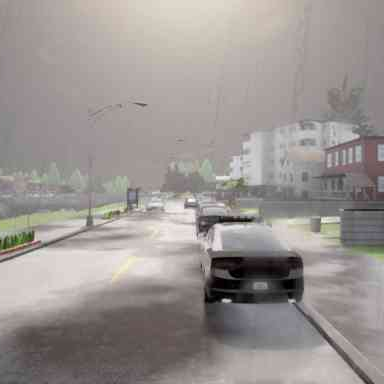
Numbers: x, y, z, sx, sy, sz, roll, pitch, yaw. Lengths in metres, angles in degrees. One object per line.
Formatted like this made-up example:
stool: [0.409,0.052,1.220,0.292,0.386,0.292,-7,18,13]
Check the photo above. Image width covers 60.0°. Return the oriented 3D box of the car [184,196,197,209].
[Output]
car: [-0.044,1.556,45.756,1.994,1.385,4.181,0,0,0]

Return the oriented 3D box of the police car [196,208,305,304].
police car: [1.187,1.424,8.351,1.930,1.638,5.238,0,0,0]

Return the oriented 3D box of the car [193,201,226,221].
car: [1.172,1.475,18.241,1.882,1.535,5.008,0,0,0]

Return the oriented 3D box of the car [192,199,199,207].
car: [1.163,1.502,24.241,1.837,1.490,4.892,0,0,0]

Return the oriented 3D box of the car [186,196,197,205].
car: [-0.088,1.468,59.082,1.882,1.535,5.008,0,0,0]

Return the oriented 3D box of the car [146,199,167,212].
car: [-4.059,1.519,38.177,1.812,1.442,4.674,0,0,0]
